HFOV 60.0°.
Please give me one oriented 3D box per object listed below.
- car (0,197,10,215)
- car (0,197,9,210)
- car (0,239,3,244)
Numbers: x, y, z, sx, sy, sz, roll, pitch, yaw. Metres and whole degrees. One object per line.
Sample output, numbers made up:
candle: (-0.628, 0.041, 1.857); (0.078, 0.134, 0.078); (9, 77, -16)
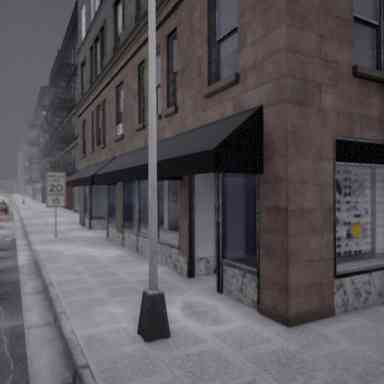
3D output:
car: (-19.389, 1.444, 33.265); (2.128, 1.511, 4.902); (0, 0, -28)
car: (-24.410, 1.412, 42.406); (1.882, 1.535, 5.008); (0, 0, -28)
car: (-5.137, 1.497, 6.961); (1.837, 1.490, 4.892); (0, 0, -29)
